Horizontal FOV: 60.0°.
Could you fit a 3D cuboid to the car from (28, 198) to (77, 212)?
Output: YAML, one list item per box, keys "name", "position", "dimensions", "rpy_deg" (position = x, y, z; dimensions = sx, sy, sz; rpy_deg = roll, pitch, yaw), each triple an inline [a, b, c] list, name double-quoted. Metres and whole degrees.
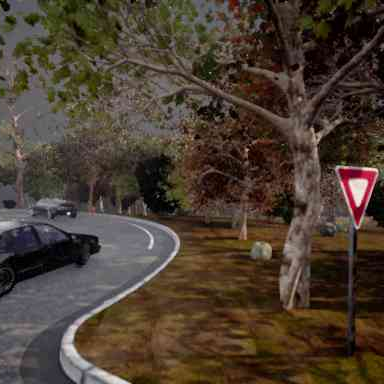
- name: "car"
  position: [-10.407, 1.183, 24.687]
  dimensions: [4.892, 1.490, 1.837]
  rpy_deg: [2, 0, 41]

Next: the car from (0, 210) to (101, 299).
- name: "car"
  position: [-4.348, 1.431, 8.219]
  dimensions: [2.033, 1.411, 5.357]
  rpy_deg: [1, 1, 14]
